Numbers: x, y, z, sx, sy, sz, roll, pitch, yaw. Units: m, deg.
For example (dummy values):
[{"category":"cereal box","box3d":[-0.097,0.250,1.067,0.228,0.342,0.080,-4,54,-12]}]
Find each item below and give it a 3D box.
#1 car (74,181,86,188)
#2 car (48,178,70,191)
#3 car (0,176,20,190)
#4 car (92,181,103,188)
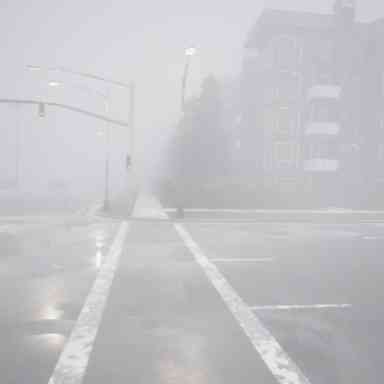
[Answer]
[{"category":"car","box3d":[-23.033,-1.576,68.374,1.812,1.442,4.674,1,2,-8]},{"category":"car","box3d":[-20.480,-1.184,51.332,2.150,2.045,5.566,1,2,-8]},{"category":"car","box3d":[-28.739,-1.392,51.784,2.150,2.045,5.566,1,2,-8]},{"category":"car","box3d":[-19.578,-1.516,68.932,2.128,1.511,4.902,1,2,-8]}]
